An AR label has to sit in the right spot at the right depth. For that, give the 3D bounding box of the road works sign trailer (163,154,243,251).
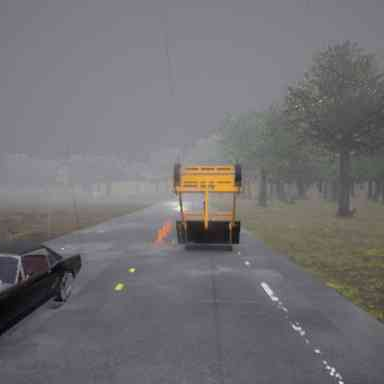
[{"bbox_3d":[0.552,0.964,11.642,2.380,3.560,2.880,0,45,4],"label":"road works sign trailer"}]

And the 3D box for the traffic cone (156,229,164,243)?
[{"bbox_3d":[-1.461,2.000,15.191,0.340,0.580,0.340,0,0,0],"label":"traffic cone"}]

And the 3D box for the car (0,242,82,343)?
[{"bbox_3d":[-3.495,1.617,5.552,1.895,1.301,4.718,0,0,0],"label":"car"}]
